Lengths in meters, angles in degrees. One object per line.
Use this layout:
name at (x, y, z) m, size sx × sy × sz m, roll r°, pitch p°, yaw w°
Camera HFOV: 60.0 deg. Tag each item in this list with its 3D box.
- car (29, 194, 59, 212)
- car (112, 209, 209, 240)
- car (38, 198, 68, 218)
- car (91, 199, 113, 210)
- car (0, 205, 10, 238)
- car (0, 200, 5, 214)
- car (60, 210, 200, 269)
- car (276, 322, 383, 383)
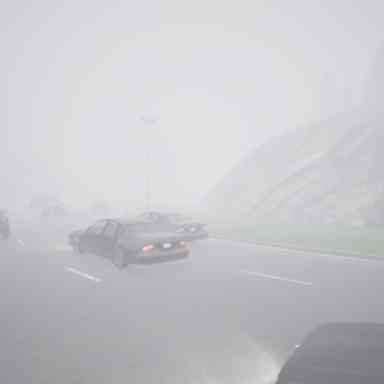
car at (-17.227, 1.203, 39.332) m, size 2.150 × 2.045 × 5.566 m, roll 0°, pitch 0°, yaw -3°
car at (-1.504, 1.582, 15.649) m, size 2.033 × 1.411 × 5.357 m, roll 0°, pitch 0°, yaw -38°
car at (-12.323, 1.520, 30.035) m, size 1.812 × 1.442 × 4.674 m, roll 0°, pitch 0°, yaw -15°
car at (-10.096, 1.536, 37.406) m, size 1.837 × 1.490 × 4.892 m, roll 0°, pitch 0°, yaw -6°
car at (-10.572, 1.323, 16.953) m, size 2.097 × 1.767 × 4.553 m, roll 1°, pitch 0°, yaw -32°
car at (-20.186, 1.506, 32.574) m, size 1.994 × 1.385 × 4.181 m, roll 0°, pitch 0°, yaw -10°
car at (-2.381, 1.564, 11.315) m, size 2.033 × 1.411 × 5.357 m, roll 1°, pitch 0°, yaw -42°
car at (3.177, 1.579, 1.837) m, size 5.357 × 1.411 × 2.033 m, roll 0°, pitch 0°, yaw 35°
